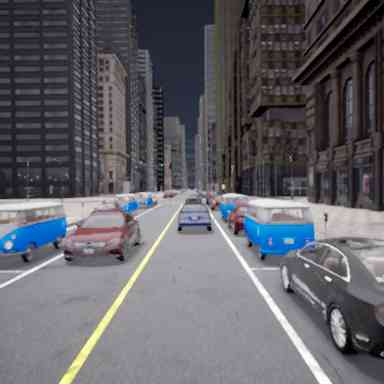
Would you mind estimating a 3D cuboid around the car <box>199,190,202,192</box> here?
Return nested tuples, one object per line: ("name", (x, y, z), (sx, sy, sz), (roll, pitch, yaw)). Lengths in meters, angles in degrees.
("car", (2.948, 0.695, 72.463), (2.008, 1.369, 4.403), (-1, 1, 0))

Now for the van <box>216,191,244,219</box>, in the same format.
("van", (2.822, 1.043, 22.780), (1.690, 1.788, 3.998), (-1, 1, 0))

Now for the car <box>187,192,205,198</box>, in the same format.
("car", (0.182, 1.066, 38.003), (1.837, 1.490, 4.892), (-1, 1, 0))

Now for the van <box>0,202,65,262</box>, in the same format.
("van", (-5.730, 1.275, 11.439), (1.690, 1.788, 3.998), (-1, 1, 0))

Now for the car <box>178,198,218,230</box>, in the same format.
("car", (0.138, 1.323, 19.171), (2.033, 1.411, 5.357), (-1, 1, 0))

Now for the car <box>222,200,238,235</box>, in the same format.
("car", (2.811, 1.312, 17.106), (1.887, 1.381, 4.507), (-1, 1, 0))

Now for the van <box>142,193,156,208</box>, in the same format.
("van", (-5.660, 0.951, 39.824), (1.690, 1.788, 3.998), (-1, 1, 0))

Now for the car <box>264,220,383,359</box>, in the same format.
("car", (2.783, 1.449, 5.751), (2.008, 1.369, 4.403), (-1, 1, 0))

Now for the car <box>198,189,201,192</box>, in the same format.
("car", (2.976, 0.571, 83.744), (2.008, 1.369, 4.403), (-1, 1, 0))

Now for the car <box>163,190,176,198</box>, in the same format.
("car", (-5.566, 0.498, 78.113), (2.192, 1.841, 5.009), (-1, 1, 0))

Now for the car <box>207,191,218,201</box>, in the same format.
("car", (2.852, 1.013, 34.136), (1.967, 1.590, 4.097), (-1, 1, 0))

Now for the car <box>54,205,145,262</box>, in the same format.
("car", (-2.962, 1.422, 11.878), (1.812, 1.442, 4.674), (-1, 1, 0))

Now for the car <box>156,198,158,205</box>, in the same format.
("car", (-5.644, 1.073, 45.333), (1.752, 1.417, 4.829), (-1, 1, 0))

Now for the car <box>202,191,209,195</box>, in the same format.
("car", (2.878, 0.760, 45.489), (2.192, 1.841, 5.009), (-1, 1, 0))

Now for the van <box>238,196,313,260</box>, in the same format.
("van", (2.794, 1.174, 11.426), (1.690, 1.788, 3.998), (-1, 1, 0))

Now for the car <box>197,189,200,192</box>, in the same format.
("car", (2.989, 0.503, 89.384), (1.887, 1.381, 4.507), (-1, 1, 0))

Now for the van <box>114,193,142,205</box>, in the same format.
("van", (-5.688, 1.080, 28.470), (1.690, 1.788, 3.998), (-1, 1, 0))

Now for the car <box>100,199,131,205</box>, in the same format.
("car", (-5.699, 1.385, 22.796), (1.802, 1.307, 4.206), (-1, 1, 0))

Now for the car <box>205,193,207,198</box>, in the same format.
("car", (2.868, 1.091, 39.815), (1.802, 1.307, 4.206), (-1, 1, 0))
